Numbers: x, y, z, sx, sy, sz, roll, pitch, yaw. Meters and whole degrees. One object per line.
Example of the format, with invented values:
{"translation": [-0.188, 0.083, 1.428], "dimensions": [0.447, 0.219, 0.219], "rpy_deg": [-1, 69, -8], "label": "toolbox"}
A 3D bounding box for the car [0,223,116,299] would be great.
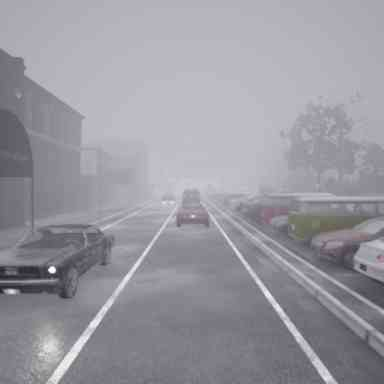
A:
{"translation": [-3.361, 1.530, 8.403], "dimensions": [1.895, 1.301, 4.718], "rpy_deg": [0, 1, 0], "label": "car"}

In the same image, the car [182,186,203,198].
{"translation": [-0.089, 0.625, 41.287], "dimensions": [2.150, 2.045, 5.566], "rpy_deg": [0, 1, 0], "label": "car"}

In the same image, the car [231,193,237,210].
{"translation": [6.009, 1.093, 27.126], "dimensions": [5.008, 1.535, 2.097], "rpy_deg": [0, 1, 0], "label": "car"}

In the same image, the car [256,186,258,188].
{"translation": [18.704, -0.141, 78.502], "dimensions": [5.566, 2.045, 2.435], "rpy_deg": [0, 1, 0], "label": "car"}

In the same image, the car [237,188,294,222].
{"translation": [6.000, 0.963, 21.471], "dimensions": [5.566, 2.045, 2.435], "rpy_deg": [0, 1, 0], "label": "car"}

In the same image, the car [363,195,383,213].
{"translation": [18.581, 1.028, 30.143], "dimensions": [5.008, 1.535, 2.097], "rpy_deg": [0, 1, 0], "label": "car"}

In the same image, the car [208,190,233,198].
{"translation": [5.682, 0.404, 67.183], "dimensions": [4.792, 1.488, 2.163], "rpy_deg": [0, 1, 0], "label": "car"}

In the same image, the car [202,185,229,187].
{"translation": [5.554, -0.202, 81.088], "dimensions": [5.566, 2.045, 2.435], "rpy_deg": [0, 1, 0], "label": "car"}

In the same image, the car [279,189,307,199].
{"translation": [18.729, 0.377, 61.675], "dimensions": [4.553, 1.767, 2.185], "rpy_deg": [0, 1, 0], "label": "car"}

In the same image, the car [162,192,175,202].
{"translation": [-3.596, 0.730, 51.816], "dimensions": [2.033, 1.411, 5.357], "rpy_deg": [0, 1, 0], "label": "car"}

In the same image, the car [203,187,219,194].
{"translation": [5.481, -0.404, 95.004], "dimensions": [4.553, 1.767, 2.185], "rpy_deg": [0, 1, 0], "label": "car"}

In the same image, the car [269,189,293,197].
{"translation": [18.749, 0.180, 70.153], "dimensions": [4.553, 1.767, 2.185], "rpy_deg": [0, 1, 0], "label": "car"}

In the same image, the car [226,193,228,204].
{"translation": [6.004, 1.011, 32.777], "dimensions": [4.674, 1.452, 2.002], "rpy_deg": [0, 1, 0], "label": "car"}

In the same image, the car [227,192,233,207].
{"translation": [6.193, 1.029, 29.952], "dimensions": [5.366, 1.575, 1.946], "rpy_deg": [0, 1, 0], "label": "car"}

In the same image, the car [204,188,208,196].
{"translation": [5.481, 0.436, 64.399], "dimensions": [5.366, 1.575, 1.946], "rpy_deg": [0, 1, 0], "label": "car"}

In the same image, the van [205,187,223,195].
{"translation": [5.452, -0.241, 83.871], "dimensions": [4.442, 1.987, 1.878], "rpy_deg": [0, 1, 0], "label": "van"}

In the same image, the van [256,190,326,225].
{"translation": [6.151, 1.049, 18.647], "dimensions": [4.442, 1.987, 1.878], "rpy_deg": [0, 1, 0], "label": "van"}

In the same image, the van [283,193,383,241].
{"translation": [6.164, 1.164, 13.117], "dimensions": [4.442, 1.987, 1.878], "rpy_deg": [0, 1, 0], "label": "van"}

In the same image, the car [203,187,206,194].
{"translation": [5.604, 0.180, 75.530], "dimensions": [4.892, 1.521, 2.231], "rpy_deg": [0, 1, 0], "label": "car"}

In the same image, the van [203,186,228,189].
{"translation": [5.480, -0.114, 78.430], "dimensions": [4.442, 1.987, 1.878], "rpy_deg": [0, 1, 0], "label": "van"}

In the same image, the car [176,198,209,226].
{"translation": [0.045, 1.324, 21.077], "dimensions": [1.994, 1.385, 4.181], "rpy_deg": [0, 1, 0], "label": "car"}

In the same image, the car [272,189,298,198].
{"translation": [18.763, 0.245, 67.369], "dimensions": [4.553, 1.767, 2.185], "rpy_deg": [0, 1, 0], "label": "car"}

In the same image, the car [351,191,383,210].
{"translation": [18.549, 0.844, 32.839], "dimensions": [4.553, 1.767, 2.185], "rpy_deg": [0, 1, 0], "label": "car"}

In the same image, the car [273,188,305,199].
{"translation": [18.775, 0.187, 64.457], "dimensions": [5.566, 2.045, 2.435], "rpy_deg": [0, 1, 0], "label": "car"}

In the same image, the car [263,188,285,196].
{"translation": [18.659, 0.052, 75.596], "dimensions": [4.553, 1.767, 2.185], "rpy_deg": [0, 1, 0], "label": "car"}

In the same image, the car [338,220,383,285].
{"translation": [6.059, 1.484, 7.329], "dimensions": [4.674, 1.452, 2.002], "rpy_deg": [0, 0, 0], "label": "car"}

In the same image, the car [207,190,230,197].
{"translation": [5.641, 0.349, 69.965], "dimensions": [4.674, 1.452, 2.002], "rpy_deg": [0, 1, 0], "label": "car"}

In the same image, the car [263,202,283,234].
{"translation": [6.044, 1.375, 15.827], "dimensions": [4.674, 1.452, 2.002], "rpy_deg": [0, 1, 0], "label": "car"}

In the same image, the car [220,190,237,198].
{"translation": [6.017, 0.880, 38.428], "dimensions": [4.792, 1.488, 2.163], "rpy_deg": [0, 1, 0], "label": "car"}

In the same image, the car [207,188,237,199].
{"translation": [5.695, 0.541, 61.760], "dimensions": [4.674, 1.452, 2.002], "rpy_deg": [1, 1, 0], "label": "car"}

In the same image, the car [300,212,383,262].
{"translation": [6.057, 1.468, 10.163], "dimensions": [4.674, 1.452, 2.002], "rpy_deg": [0, 0, 0], "label": "car"}

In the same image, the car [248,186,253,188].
{"translation": [18.638, -0.340, 92.301], "dimensions": [4.553, 1.767, 2.185], "rpy_deg": [0, 1, 0], "label": "car"}

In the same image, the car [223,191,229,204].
{"translation": [5.997, 0.951, 35.602], "dimensions": [4.674, 1.452, 2.002], "rpy_deg": [0, 1, 0], "label": "car"}
